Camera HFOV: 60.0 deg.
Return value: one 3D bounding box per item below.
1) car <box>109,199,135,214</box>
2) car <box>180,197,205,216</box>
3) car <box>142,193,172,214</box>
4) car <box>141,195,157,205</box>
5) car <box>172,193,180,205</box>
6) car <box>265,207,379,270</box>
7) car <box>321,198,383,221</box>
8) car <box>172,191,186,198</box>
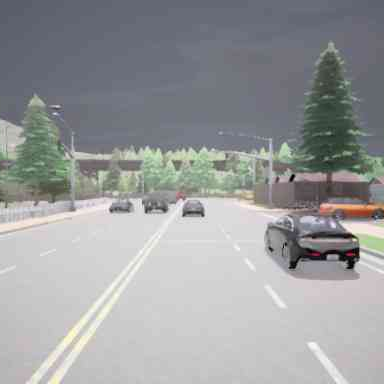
[{"bbox_3d":[-7.052,1.426,33.679,1.994,1.385,4.181,0,0,0],"label":"car"},{"bbox_3d":[0.134,1.438,30.783,1.994,1.385,4.181,0,0,0],"label":"car"},{"bbox_3d":[-3.552,1.083,34.052,2.150,2.045,5.566,0,0,0],"label":"car"},{"bbox_3d":[-6.928,1.271,54.294,1.882,1.535,5.008,0,0,0],"label":"car"},{"bbox_3d":[-3.427,1.319,54.304,1.837,1.490,4.892,0,0,0],"label":"car"},{"bbox_3d":[3.656,1.446,10.868,2.128,1.511,4.902,0,0,2],"label":"car"},{"bbox_3d":[12.003,1.211,24.893,4.553,1.767,2.097,0,0,-5],"label":"car"},{"bbox_3d":[-3.171,0.865,70.014,2.150,2.045,5.566,0,0,-27],"label":"car"}]
